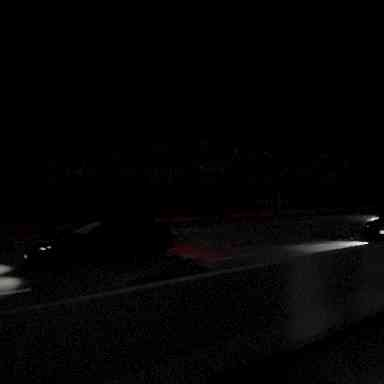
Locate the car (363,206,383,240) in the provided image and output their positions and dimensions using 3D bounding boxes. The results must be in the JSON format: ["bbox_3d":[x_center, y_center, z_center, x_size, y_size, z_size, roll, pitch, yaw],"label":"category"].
[{"bbox_3d":[9.651,1.508,15.180,4.181,1.385,1.994,0,0,-35],"label":"car"}]

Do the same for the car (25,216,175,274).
[{"bbox_3d":[-2.736,1.512,10.641,4.674,1.442,1.812,0,0,-36],"label":"car"}]

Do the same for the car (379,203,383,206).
[{"bbox_3d":[18.861,1.367,30.330,5.008,1.535,1.882,0,0,-35],"label":"car"}]
